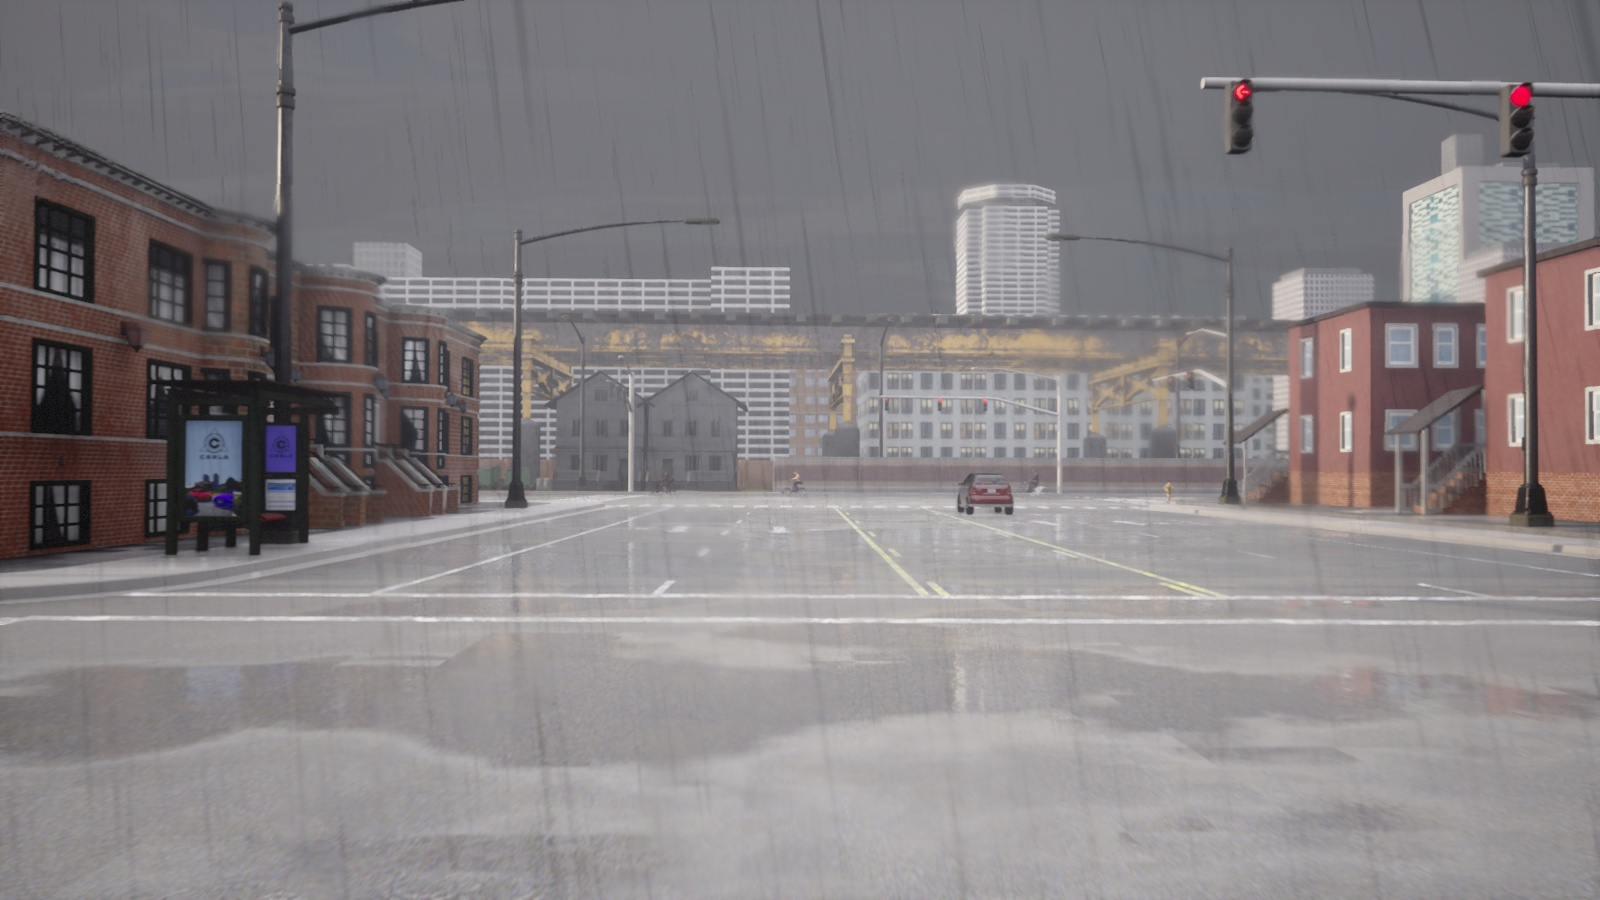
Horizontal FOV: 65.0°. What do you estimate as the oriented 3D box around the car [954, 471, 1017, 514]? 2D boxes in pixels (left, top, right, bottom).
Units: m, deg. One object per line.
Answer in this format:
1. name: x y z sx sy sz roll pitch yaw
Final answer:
1. car: 6.886 1.551 46.929 1.789 1.549 3.705 0 -1 0
